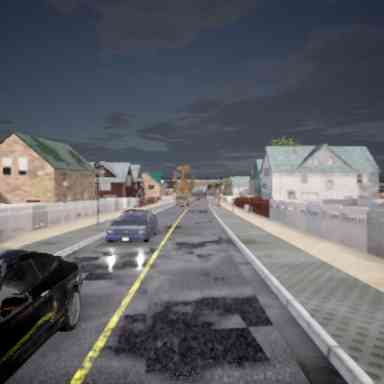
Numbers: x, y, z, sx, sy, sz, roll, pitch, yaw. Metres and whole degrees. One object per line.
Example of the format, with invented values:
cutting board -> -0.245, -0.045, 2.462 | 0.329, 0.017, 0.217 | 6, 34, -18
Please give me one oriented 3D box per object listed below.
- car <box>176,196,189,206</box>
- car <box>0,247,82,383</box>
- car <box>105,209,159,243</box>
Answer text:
car -> -1.668, 1.572, 58.126 | 2.097, 1.767, 4.553 | 0, 0, 3
car -> -2.834, 1.529, 4.182 | 1.812, 1.442, 4.674 | 0, 0, 0
car -> -2.734, 1.575, 16.449 | 2.033, 1.411, 5.357 | 0, 0, 1
